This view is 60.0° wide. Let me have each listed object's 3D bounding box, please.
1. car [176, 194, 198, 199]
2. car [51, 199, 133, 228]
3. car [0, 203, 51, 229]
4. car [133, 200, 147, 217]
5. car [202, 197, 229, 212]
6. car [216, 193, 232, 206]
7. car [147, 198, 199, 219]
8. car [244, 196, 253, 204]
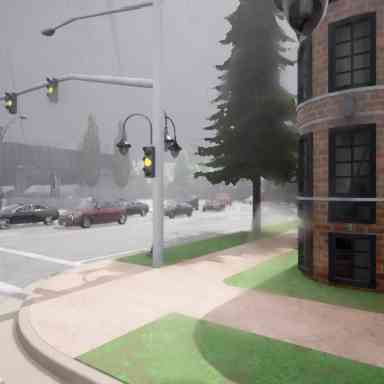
[{"bbox_3d":[-0.783,1.218,39.340,2.150,2.045,5.566,0,0,19],"label":"car"},{"bbox_3d":[-6.501,1.352,22.114,2.097,1.767,4.553,0,0,34],"label":"car"},{"bbox_3d":[-11.079,1.491,21.644,2.128,1.511,4.902,0,0,35],"label":"car"},{"bbox_3d":[-5.814,1.491,29.431,2.128,1.511,4.902,0,0,31],"label":"car"},{"bbox_3d":[2.582,1.564,38.637,1.994,1.385,4.181,0,0,18],"label":"car"},{"bbox_3d":[5.092,1.218,54.215,2.150,2.045,5.566,0,0,-3],"label":"car"},{"bbox_3d":[-1.583,1.526,29.628,1.812,1.442,4.674,0,0,31],"label":"car"},{"bbox_3d":[11.104,1.526,61.562,1.812,1.442,4.674,0,0,-10],"label":"car"}]
